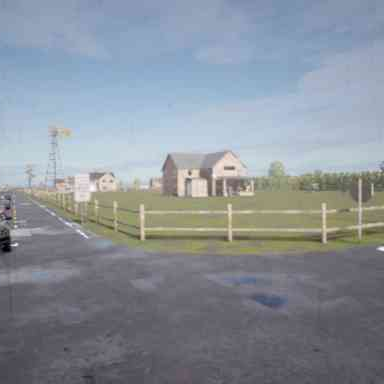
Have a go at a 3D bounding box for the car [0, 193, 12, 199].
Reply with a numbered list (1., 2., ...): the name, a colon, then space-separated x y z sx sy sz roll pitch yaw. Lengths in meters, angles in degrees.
1. car: -19.947 1.103 34.329 1.994 1.385 4.181 -1 1 -28

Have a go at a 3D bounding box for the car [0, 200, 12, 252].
1. car: -7.966 1.309 12.481 1.882 1.535 5.008 -1 1 -31

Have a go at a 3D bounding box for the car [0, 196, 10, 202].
1. car: -14.224 1.208 23.633 1.812 1.442 4.674 -1 1 -28

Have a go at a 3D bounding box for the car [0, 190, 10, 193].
1. car: -27.026 0.476 47.706 1.837 1.490 4.892 -1 1 -28
